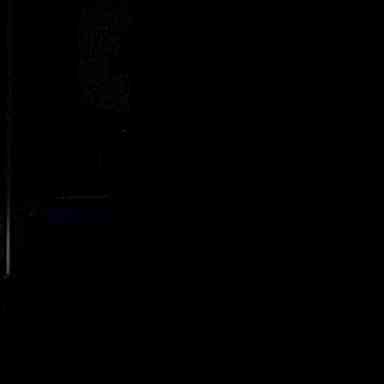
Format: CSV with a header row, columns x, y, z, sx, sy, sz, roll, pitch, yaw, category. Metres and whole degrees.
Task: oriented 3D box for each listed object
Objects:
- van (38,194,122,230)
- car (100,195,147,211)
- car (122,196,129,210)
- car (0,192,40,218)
x,y,z,sx,sy,sz,roll,pitch,yaw,category
-6.211,1.094,18.866,1.690,1.788,3.998,2,2,35,van
-6.680,1.039,32.951,1.887,1.381,4.507,2,2,35,car
-7.825,1.150,26.751,2.033,1.411,5.357,1,1,35,car
-13.165,0.947,23.795,2.192,1.841,5.009,2,2,35,car
